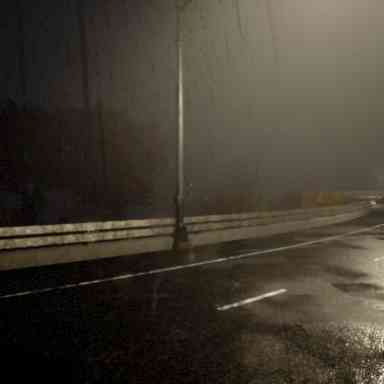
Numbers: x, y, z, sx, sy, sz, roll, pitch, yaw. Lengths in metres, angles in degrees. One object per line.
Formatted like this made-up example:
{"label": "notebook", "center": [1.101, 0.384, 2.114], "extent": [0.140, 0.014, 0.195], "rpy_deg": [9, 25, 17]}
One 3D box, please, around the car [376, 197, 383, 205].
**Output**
{"label": "car", "center": [36.693, 1.649, 63.364], "extent": [2.033, 1.411, 5.357], "rpy_deg": [0, 0, 14]}
